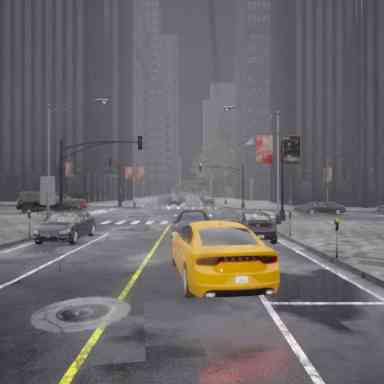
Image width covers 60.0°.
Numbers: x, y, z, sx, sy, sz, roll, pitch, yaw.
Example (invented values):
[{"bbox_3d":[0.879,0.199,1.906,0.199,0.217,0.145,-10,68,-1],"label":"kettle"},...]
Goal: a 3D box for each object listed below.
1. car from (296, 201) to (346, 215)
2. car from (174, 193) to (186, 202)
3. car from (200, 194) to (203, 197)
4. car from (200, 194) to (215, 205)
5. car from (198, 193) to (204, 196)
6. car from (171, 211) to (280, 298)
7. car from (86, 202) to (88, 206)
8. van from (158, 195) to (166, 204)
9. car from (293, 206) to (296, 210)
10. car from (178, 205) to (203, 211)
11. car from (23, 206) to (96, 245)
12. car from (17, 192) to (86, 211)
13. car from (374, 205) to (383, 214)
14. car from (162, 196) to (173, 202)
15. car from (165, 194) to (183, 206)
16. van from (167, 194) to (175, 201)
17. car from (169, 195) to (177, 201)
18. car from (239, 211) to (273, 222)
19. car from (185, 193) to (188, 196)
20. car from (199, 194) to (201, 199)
[{"bbox_3d":[14.749,1.813,37.599,4.892,1.490,1.837,1,0,1],"label":"car"},{"bbox_3d":[-2.801,1.513,64.896,2.128,1.511,4.902,0,0,1],"label":"car"},{"bbox_3d":[2.992,1.546,63.343,1.752,1.417,4.829,0,0,1],"label":"car"},{"bbox_3d":[2.941,1.568,57.660,2.008,1.369,4.403,0,0,1],"label":"car"},{"bbox_3d":[3.088,1.342,74.199,2.192,1.841,5.009,0,0,1],"label":"car"},{"bbox_3d":[0.557,1.478,8.623,1.882,1.535,5.008,0,0,-9],"label":"car"},{"bbox_3d":[-13.678,1.008,34.385,5.566,2.045,2.150,1,0,-2],"label":"car"},{"bbox_3d":[-5.534,1.362,63.247,1.690,1.788,3.998,0,0,1],"label":"van"},{"bbox_3d":[14.899,1.843,40.859,4.674,1.442,1.812,1,0,2],"label":"car"},{"bbox_3d":[0.049,1.566,16.168,1.994,1.385,4.181,0,0,0],"label":"car"},{"bbox_3d":[-5.764,1.553,15.479,2.008,1.369,4.403,0,0,0],"label":"car"},{"bbox_3d":[-13.316,1.007,30.999,5.566,2.045,2.150,1,0,2],"label":"car"},{"bbox_3d":[25.055,2.000,40.815,4.902,1.511,2.128,1,0,1],"label":"car"},{"bbox_3d":[-5.437,1.593,74.271,1.947,1.339,4.313,0,0,1],"label":"car"},{"bbox_3d":[-2.912,1.494,55.322,1.882,1.535,5.008,0,0,1],"label":"car"},{"bbox_3d":[-5.339,1.374,85.296,1.690,1.788,3.998,0,0,1],"label":"van"},{"bbox_3d":[-5.291,1.582,90.808,1.887,1.381,4.507,0,0,1],"label":"car"},{"bbox_3d":[2.761,1.553,15.477,2.008,1.369,4.403,0,0,0],"label":"car"},{"bbox_3d":[-2.665,1.253,75.493,2.150,2.045,5.566,0,0,1],"label":"car"},{"bbox_3d":[3.039,1.574,68.686,2.008,1.369,4.403,0,0,1],"label":"car"}]
